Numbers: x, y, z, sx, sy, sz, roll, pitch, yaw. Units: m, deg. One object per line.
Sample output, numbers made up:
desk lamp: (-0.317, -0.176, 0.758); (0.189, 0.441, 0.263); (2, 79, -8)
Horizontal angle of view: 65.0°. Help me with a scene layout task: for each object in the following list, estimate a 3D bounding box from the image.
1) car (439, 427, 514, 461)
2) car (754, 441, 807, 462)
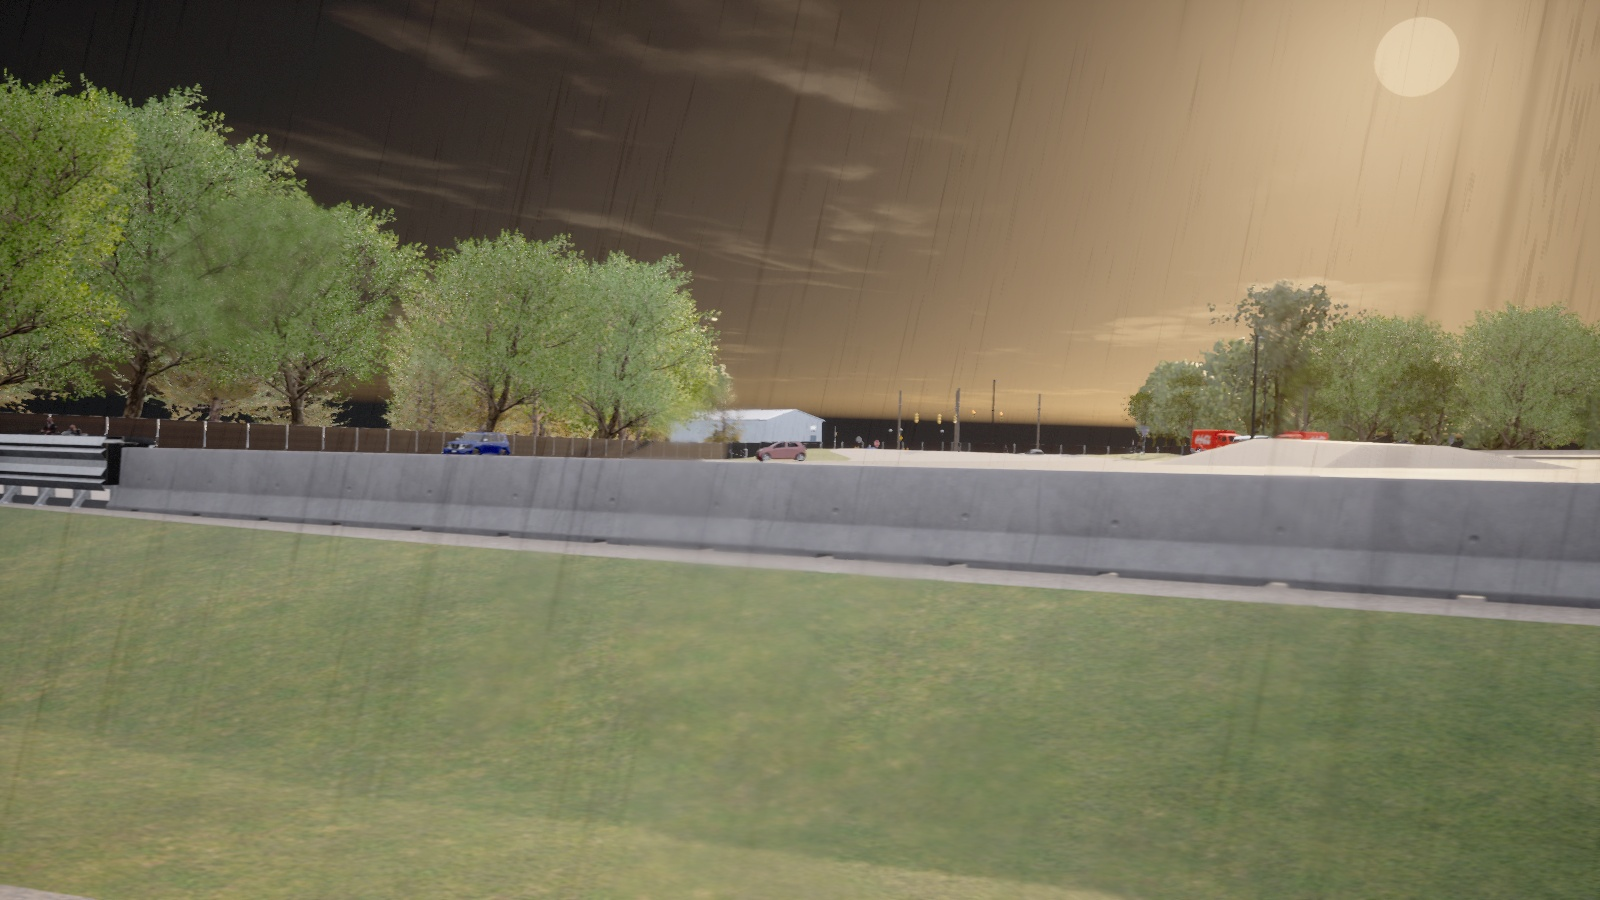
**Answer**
car: (-21.997, -0.382, 85.708); (2.150, 2.045, 5.566); (3, 0, 19)
car: (-1.400, 0.129, 90.156); (3.633, 1.501, 1.845); (0, -1, -8)
